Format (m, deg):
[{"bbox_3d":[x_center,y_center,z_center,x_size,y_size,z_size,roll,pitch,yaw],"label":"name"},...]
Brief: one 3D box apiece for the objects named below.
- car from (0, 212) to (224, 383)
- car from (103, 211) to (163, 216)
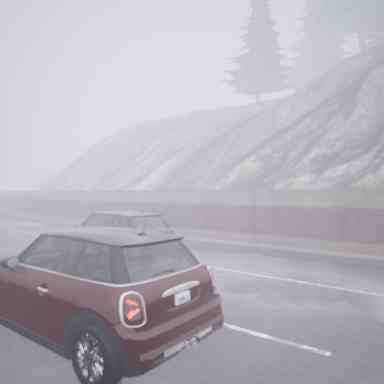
[{"bbox_3d":[-1.803,1.361,5.530,4.553,1.767,2.097,0,0,38],"label":"car"},{"bbox_3d":[-2.530,1.370,10.580,4.553,1.767,2.097,0,0,39],"label":"car"}]
